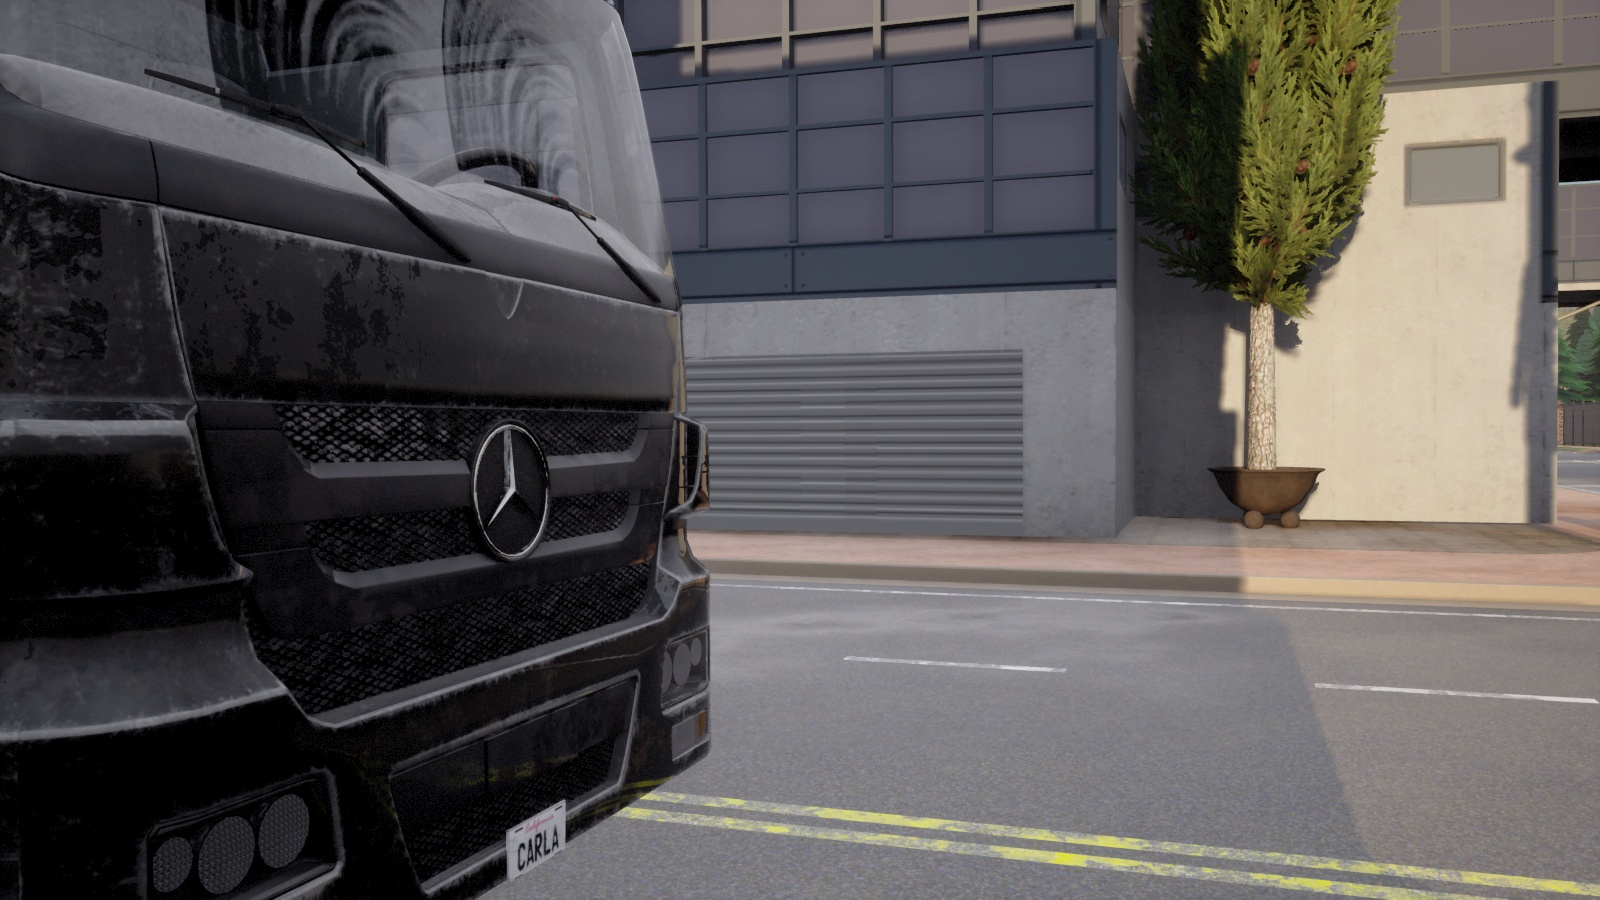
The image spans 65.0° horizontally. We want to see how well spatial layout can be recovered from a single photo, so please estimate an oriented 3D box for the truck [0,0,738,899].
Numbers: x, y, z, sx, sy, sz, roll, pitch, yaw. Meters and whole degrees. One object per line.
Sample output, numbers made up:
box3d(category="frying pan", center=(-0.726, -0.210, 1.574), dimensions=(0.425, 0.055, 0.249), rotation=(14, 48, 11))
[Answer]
box3d(category="truck", center=(-4.464, -0.248, 4.736), dimensions=(7.936, 3.462, 2.891), rotation=(1, 1, 20))
